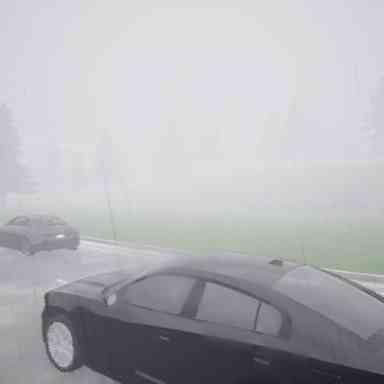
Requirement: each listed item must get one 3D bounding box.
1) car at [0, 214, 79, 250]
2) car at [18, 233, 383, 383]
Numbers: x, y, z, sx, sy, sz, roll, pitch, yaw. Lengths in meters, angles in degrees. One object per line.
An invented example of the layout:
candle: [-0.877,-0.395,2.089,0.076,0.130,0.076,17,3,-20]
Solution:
car: [-6.290,1.568,13.228,4.181,1.385,1.994,0,0,39]
car: [0.212,1.478,3.958,5.008,1.535,1.882,0,0,35]
